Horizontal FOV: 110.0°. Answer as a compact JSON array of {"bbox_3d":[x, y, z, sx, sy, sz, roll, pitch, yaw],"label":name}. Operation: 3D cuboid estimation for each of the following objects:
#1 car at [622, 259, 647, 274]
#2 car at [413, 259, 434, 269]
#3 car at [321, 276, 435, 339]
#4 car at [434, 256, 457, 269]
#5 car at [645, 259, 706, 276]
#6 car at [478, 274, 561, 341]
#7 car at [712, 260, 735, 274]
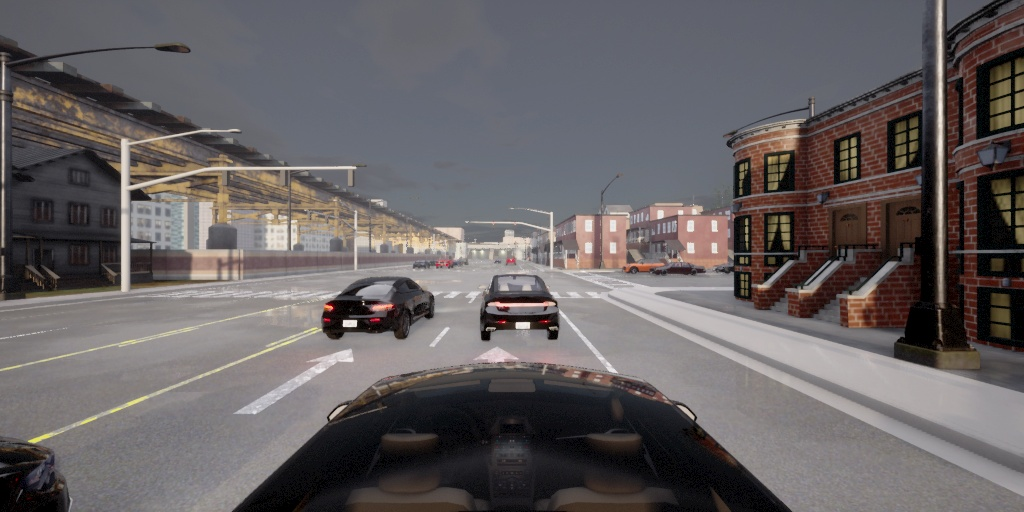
[{"bbox_3d":[14.742,1.102,40.214,4.553,1.767,2.097,0,0,0],"label":"car"},{"bbox_3d":[-14.235,1.314,56.562,1.994,1.385,4.181,0,0,0],"label":"car"},{"bbox_3d":[-3.450,1.276,9.951,1.812,1.442,4.674,0,0,0],"label":"car"},{"bbox_3d":[-10.743,0.971,57.662,2.150,2.045,5.566,0,0,-1],"label":"car"},{"bbox_3d":[16.898,1.297,36.730,5.357,1.411,2.033,0,0,0],"label":"car"},{"bbox_3d":[0.092,1.242,9.918,2.128,1.511,4.902,0,0,-3],"label":"car"},{"bbox_3d":[25.145,1.241,40.245,4.902,1.511,2.128,0,0,0],"label":"car"}]
